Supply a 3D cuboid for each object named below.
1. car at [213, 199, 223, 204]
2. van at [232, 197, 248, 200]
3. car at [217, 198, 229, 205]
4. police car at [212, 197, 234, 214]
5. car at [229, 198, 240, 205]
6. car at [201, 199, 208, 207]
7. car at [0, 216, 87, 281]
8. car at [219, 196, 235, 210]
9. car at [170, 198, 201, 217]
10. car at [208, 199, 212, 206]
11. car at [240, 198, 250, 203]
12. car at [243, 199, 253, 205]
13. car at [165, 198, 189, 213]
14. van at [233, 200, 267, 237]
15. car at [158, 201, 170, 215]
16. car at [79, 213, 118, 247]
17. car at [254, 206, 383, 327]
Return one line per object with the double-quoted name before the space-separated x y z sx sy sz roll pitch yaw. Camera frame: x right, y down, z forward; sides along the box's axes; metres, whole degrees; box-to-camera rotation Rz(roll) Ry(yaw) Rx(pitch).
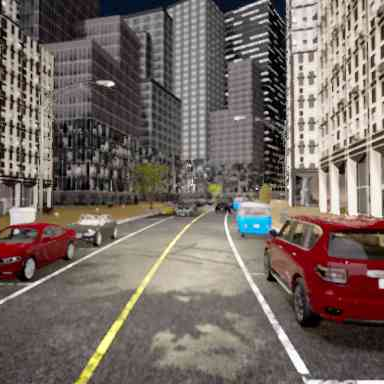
"car" 6.502 2.387 83.269 1.802 1.307 4.206 1 0 16
"van" 6.810 1.792 47.996 1.690 1.788 3.998 1 0 10
"car" 7.084 2.116 75.675 2.128 1.511 4.902 0 -1 14
"police car" 3.950 1.826 41.988 1.930 1.638 5.238 0 -1 8
"car" 9.603 2.031 74.642 1.882 1.535 5.008 0 -1 15
"car" 1.104 2.163 61.177 1.947 1.339 4.313 1 0 12
"car" -5.071 1.650 10.304 1.887 1.381 4.507 1 -1 2
"car" 5.515 1.714 51.715 2.150 2.045 5.566 0 -1 10
"car" -0.603 1.695 35.072 2.097 1.767 4.553 0 -1 7
"car" 3.608 2.267 72.300 1.947 1.339 4.313 1 0 14
"car" 14.755 2.407 92.334 1.895 1.301 4.718 -1 -1 19
"car" 13.017 2.274 76.733 1.947 1.339 4.313 1 0 15
"car" -1.893 1.750 44.262 2.192 1.841 5.009 1 0 8
"van" 3.405 1.525 18.728 1.690 1.788 3.998 1 0 4
"car" -2.702 1.905 38.481 1.752 1.417 4.829 1 0 7
"car" -4.802 1.713 15.989 2.008 1.369 4.403 1 -1 3
"car" 2.846 1.389 7.033 2.192 1.841 5.009 1 -1 2
